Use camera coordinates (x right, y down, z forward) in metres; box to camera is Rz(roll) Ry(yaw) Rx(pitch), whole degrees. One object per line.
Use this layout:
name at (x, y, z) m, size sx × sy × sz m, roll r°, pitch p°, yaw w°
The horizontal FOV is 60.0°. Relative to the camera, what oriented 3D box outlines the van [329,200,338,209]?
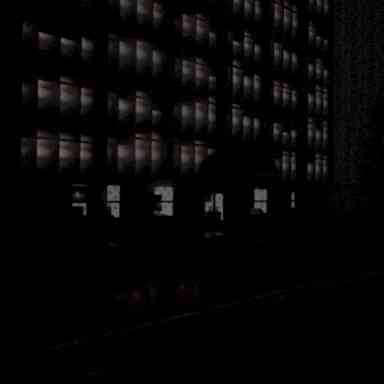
van at (26.340, 2.516, 64.566) m, size 1.690 × 1.788 × 3.998 m, roll 0°, pitch -1°, yaw -22°
